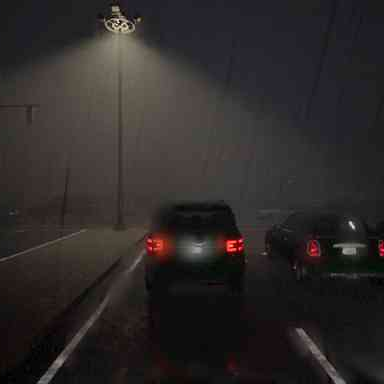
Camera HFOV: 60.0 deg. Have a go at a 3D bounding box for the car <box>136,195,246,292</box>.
[{"bbox_3d":[0.067,1.221,9.075,2.150,2.045,5.566,0,0,0],"label":"car"}]

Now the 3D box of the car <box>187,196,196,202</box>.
[{"bbox_3d":[-0.106,1.591,79.837,1.895,1.301,4.718,0,0,0],"label":"car"}]

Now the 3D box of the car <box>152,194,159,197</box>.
[{"bbox_3d":[-8.141,1.544,62.932,2.033,1.411,5.357,0,0,1],"label":"car"}]

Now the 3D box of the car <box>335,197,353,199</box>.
[{"bbox_3d":[17.131,1.476,32.636,5.008,1.535,1.882,0,0,2],"label":"car"}]

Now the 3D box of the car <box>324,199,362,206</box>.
[{"bbox_3d":[12.547,1.546,29.135,5.357,1.411,2.033,0,0,0],"label":"car"}]

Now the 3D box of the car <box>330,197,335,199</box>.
[{"bbox_3d":[15.680,1.349,36.217,4.553,1.767,2.097,0,0,3],"label":"car"}]

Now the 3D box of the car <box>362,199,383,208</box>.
[{"bbox_3d":[7.066,1.221,8.772,2.150,2.045,5.566,0,0,0],"label":"car"}]

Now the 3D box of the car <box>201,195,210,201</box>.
[{"bbox_3d":[3.398,1.535,82.158,2.033,1.411,5.357,0,0,1],"label":"car"}]

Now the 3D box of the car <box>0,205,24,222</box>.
[{"bbox_3d":[-15.293,1.546,24.253,5.357,1.411,2.033,0,0,-1],"label":"car"}]

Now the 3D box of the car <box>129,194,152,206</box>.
[{"bbox_3d":[-8.166,1.488,53.185,2.128,1.511,4.902,0,0,0],"label":"car"}]

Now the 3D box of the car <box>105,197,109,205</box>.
[{"bbox_3d":[-15.162,1.561,53.238,1.994,1.385,4.181,0,0,0],"label":"car"}]

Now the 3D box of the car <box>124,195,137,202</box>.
[{"bbox_3d":[-15.104,1.520,81.988,2.128,1.511,4.902,0,0,0],"label":"car"}]

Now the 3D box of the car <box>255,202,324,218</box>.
[{"bbox_3d":[7.274,1.599,25.405,4.718,1.301,1.895,0,0,-2],"label":"car"}]

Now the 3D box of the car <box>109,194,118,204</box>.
[{"bbox_3d":[-15.140,1.597,61.991,1.895,1.301,4.718,0,0,0],"label":"car"}]

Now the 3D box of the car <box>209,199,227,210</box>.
[{"bbox_3d":[3.307,1.598,43.298,1.895,1.301,4.718,0,0,-1],"label":"car"}]

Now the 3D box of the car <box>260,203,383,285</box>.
[{"bbox_3d":[3.566,1.351,9.645,2.097,1.767,4.553,0,0,0],"label":"car"}]

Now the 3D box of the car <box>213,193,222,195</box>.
[{"bbox_3d":[6.978,1.220,88.982,2.150,2.045,5.566,0,0,1],"label":"car"}]

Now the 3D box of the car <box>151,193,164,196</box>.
[{"bbox_3d":[-8.101,1.221,73.453,2.150,2.045,5.566,0,0,0],"label":"car"}]

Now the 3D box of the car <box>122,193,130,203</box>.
[{"bbox_3d":[-15.099,1.221,71.887,2.150,2.045,5.566,0,0,0],"label":"car"}]

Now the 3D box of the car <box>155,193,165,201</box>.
[{"bbox_3d":[-8.085,1.205,84.225,2.150,2.045,5.566,0,0,0],"label":"car"}]

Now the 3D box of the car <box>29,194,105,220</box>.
[{"bbox_3d":[-10.611,1.220,27.996,5.566,2.045,2.150,0,0,-4],"label":"car"}]
